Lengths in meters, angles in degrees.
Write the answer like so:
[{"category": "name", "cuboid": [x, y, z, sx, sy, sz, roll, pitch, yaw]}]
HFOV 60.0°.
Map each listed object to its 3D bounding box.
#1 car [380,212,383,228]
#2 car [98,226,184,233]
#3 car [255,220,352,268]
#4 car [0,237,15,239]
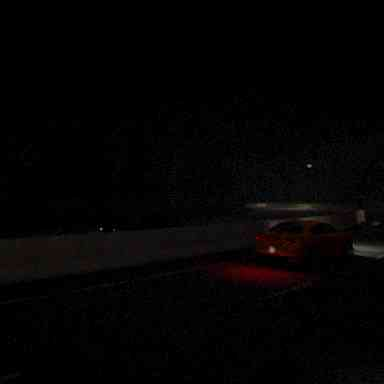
[{"category": "car", "cuboid": [17.034, 2.178, 27.951, 1.882, 1.535, 5.008, -1, -2, 35]}, {"category": "car", "cuboid": [-2.898, 2.060, 20.299, 5.357, 1.411, 2.033, 1, -2, -44]}, {"category": "car", "cuboid": [4.415, 1.800, 12.712, 5.008, 1.535, 1.882, 1, -2, -44]}, {"category": "car", "cuboid": [-8.128, 1.847, 11.074, 4.181, 1.385, 1.994, 1, -2, -39]}]
